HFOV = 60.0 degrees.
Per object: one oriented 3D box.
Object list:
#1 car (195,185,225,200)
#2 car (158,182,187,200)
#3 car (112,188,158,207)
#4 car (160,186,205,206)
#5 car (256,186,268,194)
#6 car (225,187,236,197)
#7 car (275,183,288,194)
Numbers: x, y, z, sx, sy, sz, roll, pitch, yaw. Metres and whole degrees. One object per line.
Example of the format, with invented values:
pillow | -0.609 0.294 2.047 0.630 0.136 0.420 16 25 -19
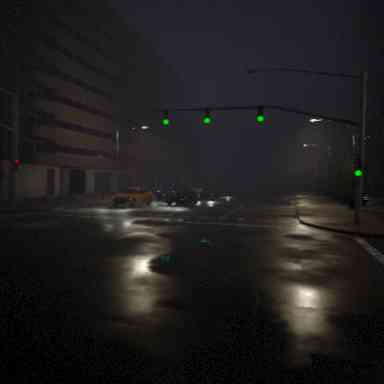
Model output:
car | 2.227 0.132 39.851 1.882 1.535 5.008 2 2 18
car | -2.119 -0.132 37.654 2.150 2.045 5.566 2 2 17
car | -4.966 0.388 28.266 1.882 1.535 5.008 2 2 16
car | -0.715 0.469 30.321 2.033 1.411 5.357 2 2 17
car | 13.601 -0.397 64.376 1.994 1.385 4.181 2 2 17
car | 5.397 -0.075 49.801 2.033 1.411 5.357 2 2 18
car | 17.027 -0.648 63.580 2.150 2.045 5.566 2 2 17
